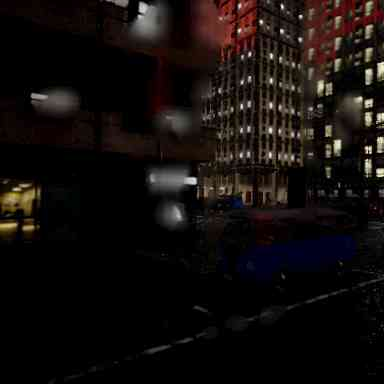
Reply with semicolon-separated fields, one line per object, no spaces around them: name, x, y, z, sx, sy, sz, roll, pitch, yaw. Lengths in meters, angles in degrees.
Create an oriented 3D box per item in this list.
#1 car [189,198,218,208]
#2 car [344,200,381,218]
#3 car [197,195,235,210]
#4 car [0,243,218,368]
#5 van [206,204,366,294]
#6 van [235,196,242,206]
car;1.639;1.538;48.751;2.008;1.369;4.403;1;-1;-35
car;14.721;1.457;30.329;1.967;1.590;4.097;1;-1;-35
car;2.187;1.373;37.986;1.882;1.535;5.008;1;-1;-35
car;-1.926;1.565;5.128;4.313;1.339;1.947;0;1;-35
van;2.489;1.332;8.481;3.998;1.788;1.690;0;1;-35
van;4.912;1.335;44.147;1.690;1.788;3.998;1;-1;-35
